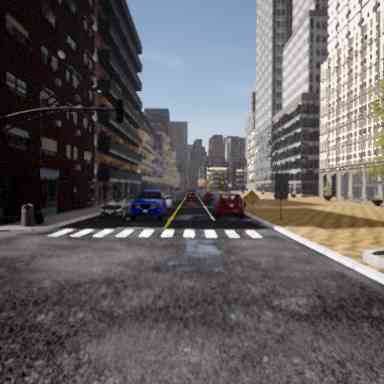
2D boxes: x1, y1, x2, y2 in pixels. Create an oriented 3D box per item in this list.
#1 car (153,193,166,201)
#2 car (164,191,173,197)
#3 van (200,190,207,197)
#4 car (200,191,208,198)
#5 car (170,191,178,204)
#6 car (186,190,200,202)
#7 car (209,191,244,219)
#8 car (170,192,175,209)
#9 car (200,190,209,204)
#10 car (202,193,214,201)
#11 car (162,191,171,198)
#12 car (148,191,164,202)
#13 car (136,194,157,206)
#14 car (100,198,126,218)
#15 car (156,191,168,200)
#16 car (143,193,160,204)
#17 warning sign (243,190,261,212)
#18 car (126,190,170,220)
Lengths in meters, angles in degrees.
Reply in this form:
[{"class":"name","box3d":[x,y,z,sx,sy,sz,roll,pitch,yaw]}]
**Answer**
[{"class":"car","box3d":[-5.662,0.803,58.248,1.802,1.307,4.206,0,1,0]},{"class":"car","box3d":[-5.652,0.511,80.352,1.887,1.381,4.507,0,1,0]},{"class":"van","box3d":[2.728,0.355,80.346,1.690,1.788,3.998,0,1,0]},{"class":"car","box3d":[2.726,0.600,74.993,1.752,1.417,4.829,0,1,0]},{"class":"car","box3d":[-3.036,0.861,46.816,2.128,1.511,4.902,0,1,0]},{"class":"car","box3d":[0.029,0.810,53.861,1.837,1.490,4.892,0,1,0]},{"class":"car","box3d":[2.703,0.985,25.084,2.192,1.841,5.009,0,1,0]},{"class":"car","box3d":[-3.070,1.039,35.046,1.812,1.442,4.674,0,1,0]},{"class":"car","box3d":[2.713,0.714,47.188,2.192,1.841,5.009,0,1,0]},{"class":"car","box3d":[2.718,0.814,58.244,1.887,1.381,4.507,0,1,0]},{"class":"car","box3d":[-5.654,0.556,74.656,1.752,1.417,4.829,0,1,0]},{"class":"car","box3d":[-5.665,0.727,52.720,1.967,1.590,4.097,0,1,0]},{"class":"car","box3d":[-5.669,0.969,41.669,2.008,1.369,4.403,0,1,0]},{"class":"car","box3d":[-5.677,1.173,25.090,2.008,1.369,4.403,0,1,0]},{"class":"car","box3d":[-5.660,0.597,63.772,1.967,1.590,4.097,0,1,0]},{"class":"car","box3d":[-5.667,0.897,47.194,1.887,1.381,4.507,0,1,0]},{"class":"warning sign","box3d":[5.093,0.757,28.337,1.300,1.860,1.060,1,1,0]},{"class":"car","box3d":[-3.086,0.864,24.690,2.150,2.045,5.566,0,1,0]}]
